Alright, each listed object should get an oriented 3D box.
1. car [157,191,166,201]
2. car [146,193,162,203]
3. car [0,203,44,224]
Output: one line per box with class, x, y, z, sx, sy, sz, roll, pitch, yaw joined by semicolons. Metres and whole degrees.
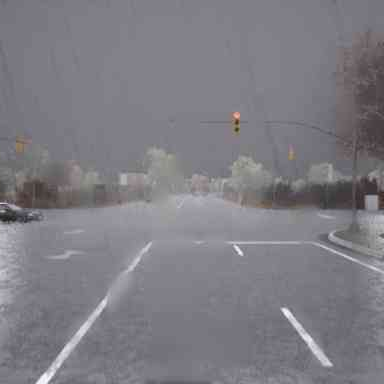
car;-7.036;0.886;74.832;2.150;2.045;5.566;0;0;0
car;-7.081;1.294;59.506;1.994;1.385;4.181;0;0;0
car;-12.643;1.470;22.835;4.674;1.442;1.812;1;0;3
